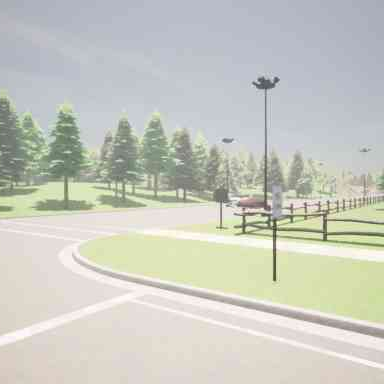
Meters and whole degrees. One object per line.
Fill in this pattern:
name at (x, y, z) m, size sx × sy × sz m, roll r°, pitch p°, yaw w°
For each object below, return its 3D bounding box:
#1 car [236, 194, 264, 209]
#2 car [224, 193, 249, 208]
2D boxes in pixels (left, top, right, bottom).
car at (8.266, 1.478, 44.740) m, size 1.882 × 1.535 × 5.008 m, roll 0°, pitch 0°, yaw 35°
car at (6.868, 1.220, 48.832) m, size 2.150 × 2.045 × 5.566 m, roll 0°, pitch 0°, yaw 35°
